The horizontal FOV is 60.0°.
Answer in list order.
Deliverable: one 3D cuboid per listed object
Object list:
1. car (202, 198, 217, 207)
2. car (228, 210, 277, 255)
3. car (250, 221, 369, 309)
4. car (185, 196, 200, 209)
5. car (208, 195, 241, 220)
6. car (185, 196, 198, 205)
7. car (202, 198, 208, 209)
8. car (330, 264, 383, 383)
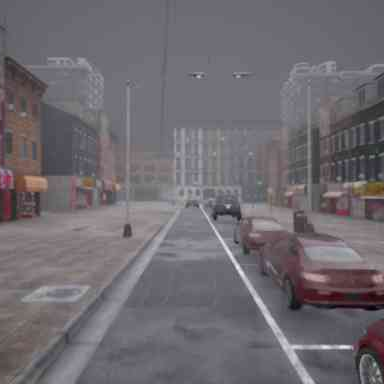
[{"bbox_3d":[2.639,1.588,51.551,2.008,1.369,4.403,0,0,0],"label":"car"},{"bbox_3d":[2.644,1.584,13.026,1.802,1.307,4.206,0,0,0],"label":"car"},{"bbox_3d":[2.644,1.583,7.522,1.802,1.307,4.206,1,0,0],"label":"car"},{"bbox_3d":[0.045,1.537,47.172,1.837,1.490,4.892,0,0,0],"label":"car"},{"bbox_3d":[2.748,1.235,27.894,2.150,2.045,5.566,0,0,0],"label":"car"},{"bbox_3d":[-0.067,1.544,61.574,2.128,1.511,4.902,0,0,-3],"label":"car"},{"bbox_3d":[2.641,1.470,46.048,1.967,1.590,4.097,0,0,0],"label":"car"},{"bbox_3d":[2.645,1.582,2.018,1.802,1.307,4.206,1,0,0],"label":"car"}]
